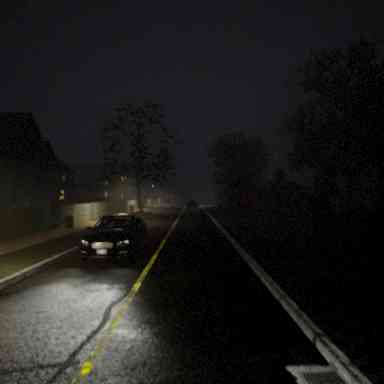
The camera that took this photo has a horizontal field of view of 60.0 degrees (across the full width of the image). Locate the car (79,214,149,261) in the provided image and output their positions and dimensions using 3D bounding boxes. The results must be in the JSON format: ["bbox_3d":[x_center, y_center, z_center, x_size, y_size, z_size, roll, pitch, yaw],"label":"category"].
[{"bbox_3d":[-2.831,1.631,12.897,2.128,1.511,4.902,0,-1,0],"label":"car"}]

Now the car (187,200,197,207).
[{"bbox_3d":[0.016,2.290,67.015,1.994,1.385,4.181,0,-1,0],"label":"car"}]

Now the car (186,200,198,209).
[{"bbox_3d":[0.013,2.118,56.587,1.837,1.490,4.892,0,-1,0],"label":"car"}]
